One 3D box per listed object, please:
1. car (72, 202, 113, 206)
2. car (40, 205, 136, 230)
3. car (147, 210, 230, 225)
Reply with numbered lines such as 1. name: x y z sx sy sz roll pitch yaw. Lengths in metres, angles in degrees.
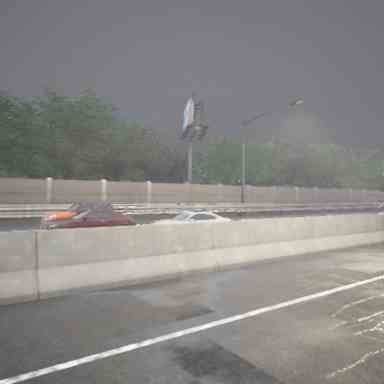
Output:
1. car: -6.677 1.426 20.204 4.553 1.767 2.097 1 0 -35
2. car: -5.143 1.593 17.000 4.674 1.442 1.812 1 -1 -35
3. car: -0.087 1.646 16.303 4.674 1.442 1.812 1 -1 -35
